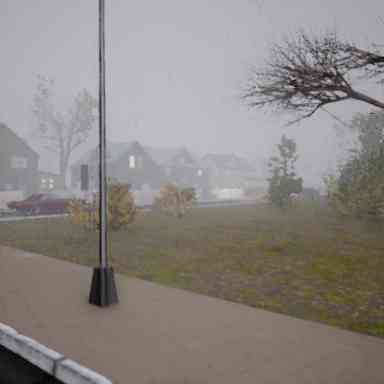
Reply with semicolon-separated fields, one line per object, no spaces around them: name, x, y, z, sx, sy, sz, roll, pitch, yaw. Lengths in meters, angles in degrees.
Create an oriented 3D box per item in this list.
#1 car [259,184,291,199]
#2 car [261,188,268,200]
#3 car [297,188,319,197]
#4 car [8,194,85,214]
car;12.573;-0.086;50.006;2.150;2.045;5.566;-1;0;44
car;11.096;0.222;44.405;1.882;1.535;5.008;-1;0;44
car;18.186;0.094;51.894;1.837;1.490;4.892;-1;0;44
car;-9.699;0.785;22.692;1.895;1.301;4.718;-1;0;44
